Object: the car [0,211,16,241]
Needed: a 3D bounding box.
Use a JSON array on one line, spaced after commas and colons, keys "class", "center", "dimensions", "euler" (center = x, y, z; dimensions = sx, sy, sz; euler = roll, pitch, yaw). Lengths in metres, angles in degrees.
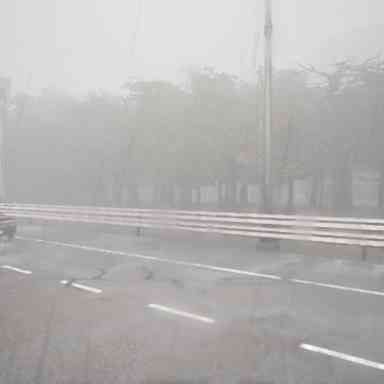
[{"class": "car", "center": [-10.015, 1.488, 15.338], "dimensions": [4.902, 1.511, 2.128], "euler": [0, 0, 36]}]
